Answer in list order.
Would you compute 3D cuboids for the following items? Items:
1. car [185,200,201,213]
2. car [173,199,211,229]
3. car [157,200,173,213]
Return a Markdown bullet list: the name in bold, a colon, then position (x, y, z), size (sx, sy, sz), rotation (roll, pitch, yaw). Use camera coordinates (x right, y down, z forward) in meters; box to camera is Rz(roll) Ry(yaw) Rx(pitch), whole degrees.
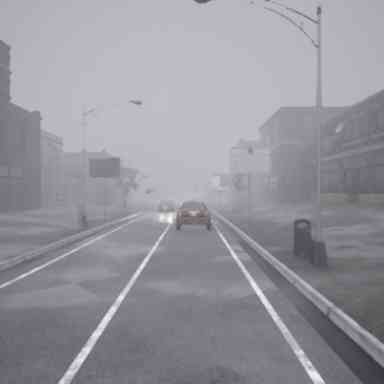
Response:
- **car**: position (0.092, 1.717, 40.330), size (1.837, 1.490, 4.892), rotation (0, -1, 0)
- **car**: position (0.095, 1.341, 21.682), size (2.097, 1.767, 4.553), rotation (0, 0, 0)
- **car**: position (-3.099, 1.704, 40.696), size (2.128, 1.511, 4.902), rotation (0, -1, 0)
